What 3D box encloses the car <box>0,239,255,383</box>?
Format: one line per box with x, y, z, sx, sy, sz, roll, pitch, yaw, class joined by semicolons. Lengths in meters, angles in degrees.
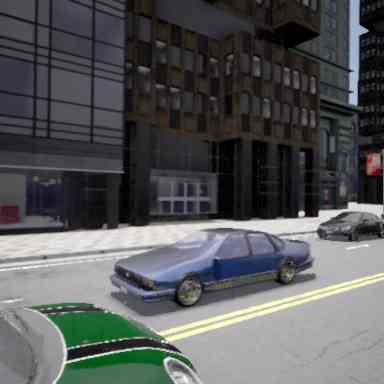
-2.026;1.344;1.991;4.553;1.767;2.097;1;-1;-35;car

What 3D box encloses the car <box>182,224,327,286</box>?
0.805;1.619;8.245;5.357;1.411;2.033;1;-1;-35;car

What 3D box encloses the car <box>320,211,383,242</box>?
8.690;1.753;17.841;4.674;1.442;1.812;1;-1;-35;car
